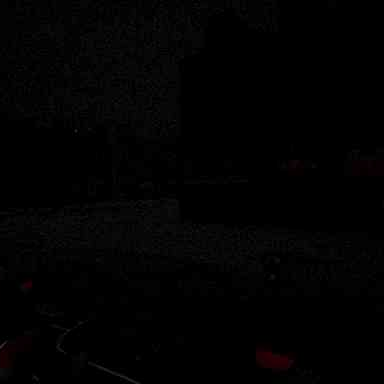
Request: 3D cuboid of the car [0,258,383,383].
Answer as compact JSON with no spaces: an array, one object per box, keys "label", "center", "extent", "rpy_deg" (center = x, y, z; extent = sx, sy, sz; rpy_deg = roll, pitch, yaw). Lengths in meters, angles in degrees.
[{"label":"car","center":[-0.011,1.453,2.813],"extent":[4.097,1.590,1.967],"rpy_deg":[-1,0,36]}]
